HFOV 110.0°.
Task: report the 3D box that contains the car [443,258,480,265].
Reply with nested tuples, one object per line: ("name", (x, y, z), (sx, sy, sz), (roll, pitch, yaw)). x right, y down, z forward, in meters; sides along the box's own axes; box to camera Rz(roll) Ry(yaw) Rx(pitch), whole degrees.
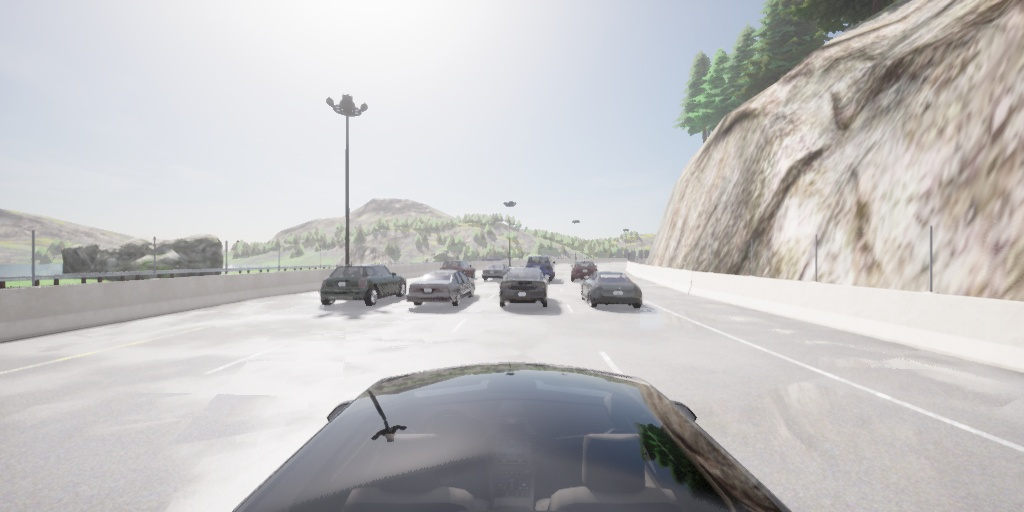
("car", (-4.580, 1.116, 30.459), (2.097, 1.767, 4.553), (0, 0, 10))

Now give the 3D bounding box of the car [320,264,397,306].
("car", (-6.395, 1.116, 16.015), (2.097, 1.767, 4.553), (0, 0, 5))

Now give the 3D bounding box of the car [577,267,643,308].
("car", (4.071, 1.322, 15.170), (1.994, 1.385, 4.181), (0, 0, 5))

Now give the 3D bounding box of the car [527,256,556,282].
("car", (2.333, 1.008, 29.356), (2.150, 2.045, 5.566), (0, 0, 10))

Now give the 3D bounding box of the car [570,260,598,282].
("car", (5.774, 1.116, 28.715), (2.097, 1.767, 4.553), (0, 0, 10))

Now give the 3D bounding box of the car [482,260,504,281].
("car", (-1.124, 1.313, 29.907), (2.033, 1.411, 5.357), (0, 0, 10))

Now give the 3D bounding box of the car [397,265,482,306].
("car", (-2.905, 1.313, 15.753), (2.033, 1.411, 5.357), (0, 0, 5))

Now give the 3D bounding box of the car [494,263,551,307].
("car", (0.583, 1.235, 15.462), (1.882, 1.535, 5.008), (0, 0, 5))
